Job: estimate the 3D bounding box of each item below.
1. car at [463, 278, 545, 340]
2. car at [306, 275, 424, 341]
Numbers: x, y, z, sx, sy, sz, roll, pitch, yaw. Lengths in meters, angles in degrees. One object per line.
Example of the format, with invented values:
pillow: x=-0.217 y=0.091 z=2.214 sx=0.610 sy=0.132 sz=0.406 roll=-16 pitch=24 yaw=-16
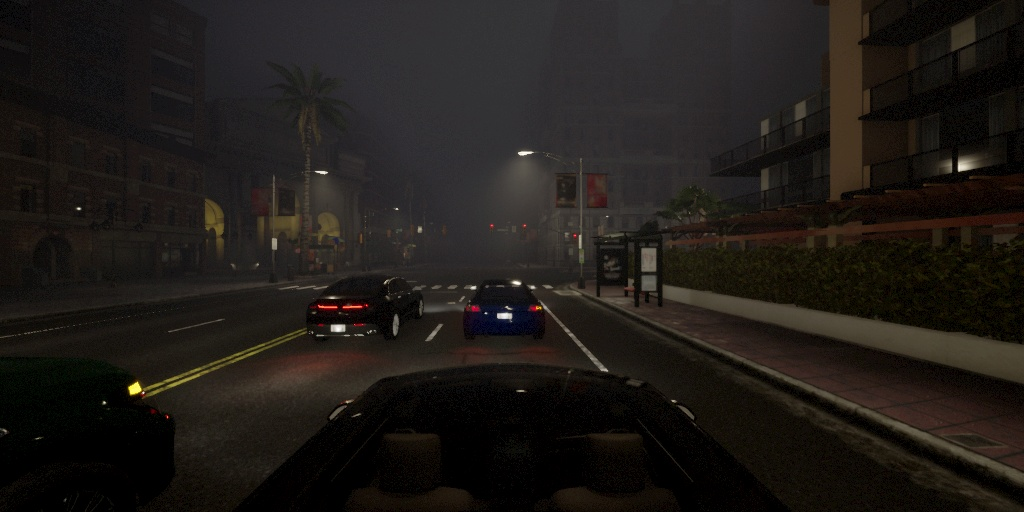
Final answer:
car: x=-0.236 y=1.314 z=10.035 sx=1.994 sy=1.385 sz=4.181 roll=0 pitch=0 yaw=-2
car: x=-3.725 y=1.255 z=9.879 sx=1.837 sy=1.490 sz=4.892 roll=0 pitch=0 yaw=-3
